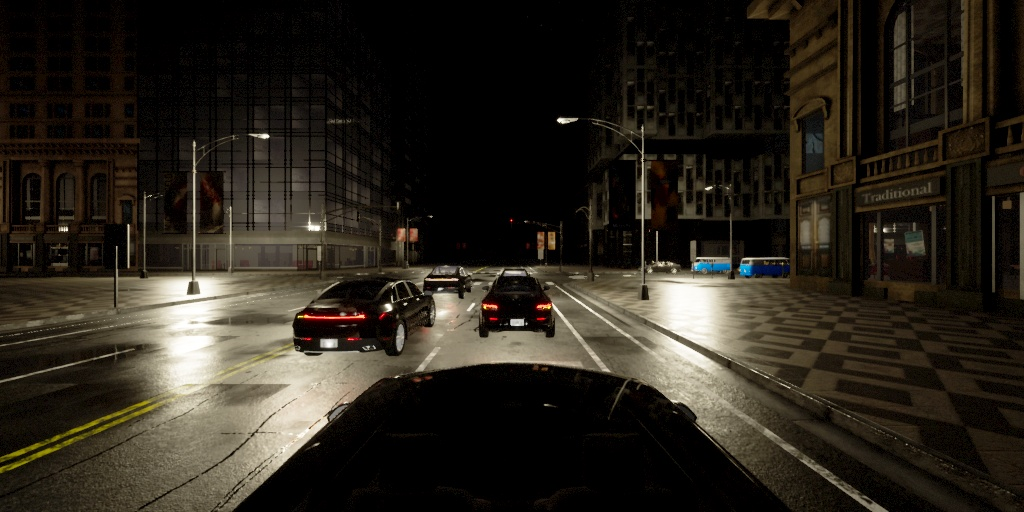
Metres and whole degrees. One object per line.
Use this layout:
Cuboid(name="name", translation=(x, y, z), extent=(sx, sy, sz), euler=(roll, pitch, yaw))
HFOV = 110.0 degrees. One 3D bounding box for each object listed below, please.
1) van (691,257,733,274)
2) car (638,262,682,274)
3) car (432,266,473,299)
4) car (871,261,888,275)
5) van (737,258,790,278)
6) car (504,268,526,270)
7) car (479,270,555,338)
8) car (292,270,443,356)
Cuboid(name="van", translation=(21.596, 1.042, 38.790), extent=(3.998, 1.789, 1.690), euler=(0, 0, 0))
Cuboid(name="car", translation=(15.977, 1.263, 38.829), extent=(4.403, 1.370, 2.007), euler=(0, 0, 0))
Cuboid(name="car", translation=(-3.108, 1.241, 17.994), extent=(2.128, 1.511, 4.902), euler=(0, 0, 0))
Cuboid(name="car", translation=(32.774, 1.251, 30.186), extent=(4.207, 1.307, 1.802), euler=(0, 0, 0))
Cuboid(name="van", translation=(21.537, 1.032, 30.265), extent=(3.998, 1.789, 1.690), euler=(0, 0, 0))
Cuboid(name="car", translation=(0.146, 1.314, 18.464), extent=(1.994, 1.385, 4.181), euler=(0, 0, 0))
Cuboid(name="car", translation=(0.121, 1.276, 10.075), extent=(1.812, 1.442, 4.674), euler=(0, 0, 0))
Cuboid(name="car", translation=(-3.134, 1.255, 8.580), extent=(1.837, 1.490, 4.892), euler=(0, 0, 0))
